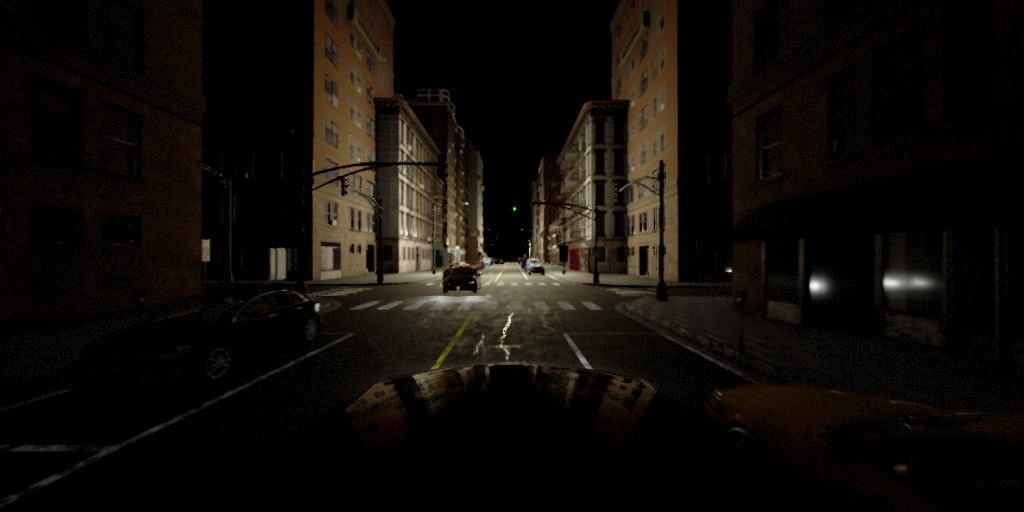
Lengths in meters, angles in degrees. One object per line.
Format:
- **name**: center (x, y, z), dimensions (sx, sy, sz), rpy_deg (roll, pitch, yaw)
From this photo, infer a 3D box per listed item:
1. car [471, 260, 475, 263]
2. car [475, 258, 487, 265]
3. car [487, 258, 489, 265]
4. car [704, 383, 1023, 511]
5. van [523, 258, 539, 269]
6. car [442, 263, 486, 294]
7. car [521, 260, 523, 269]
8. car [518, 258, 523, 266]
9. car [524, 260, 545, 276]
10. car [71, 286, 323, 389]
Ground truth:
- **car**: center (-5.402, 1.375, 39.044), dimensions (1.751, 1.417, 4.829), rpy_deg (0, 0, 0)
- **car**: center (-5.419, 1.333, 55.433), dimensions (1.967, 1.591, 4.097), rpy_deg (0, 0, 0)
- **car**: center (-5.425, 1.433, 60.668), dimensions (1.751, 1.417, 4.829), rpy_deg (0, 0, 0)
- **car**: center (2.637, 1.274, 1.423), dimensions (1.751, 1.417, 4.829), rpy_deg (0, 0, 0)
- **van**: center (2.633, 1.206, 44.622), dimensions (1.690, 1.789, 3.998), rpy_deg (0, 0, 0)
- **car**: center (-2.749, 1.353, 20.654), dimensions (1.812, 1.442, 4.674), rpy_deg (0, 0, 0)
- **car**: center (2.634, 1.462, 50.028), dimensions (1.802, 1.307, 4.207), rpy_deg (0, 0, 0)
- **car**: center (2.635, 1.223, 60.841), dimensions (2.192, 1.841, 5.009), rpy_deg (0, 0, 0)
- **car**: center (2.633, 1.401, 39.216), dimensions (2.007, 1.370, 4.403), rpy_deg (0, 0, 0)
- **car**: center (-5.389, 1.315, 6.932), dimensions (2.007, 1.370, 4.403), rpy_deg (0, 0, 0)
